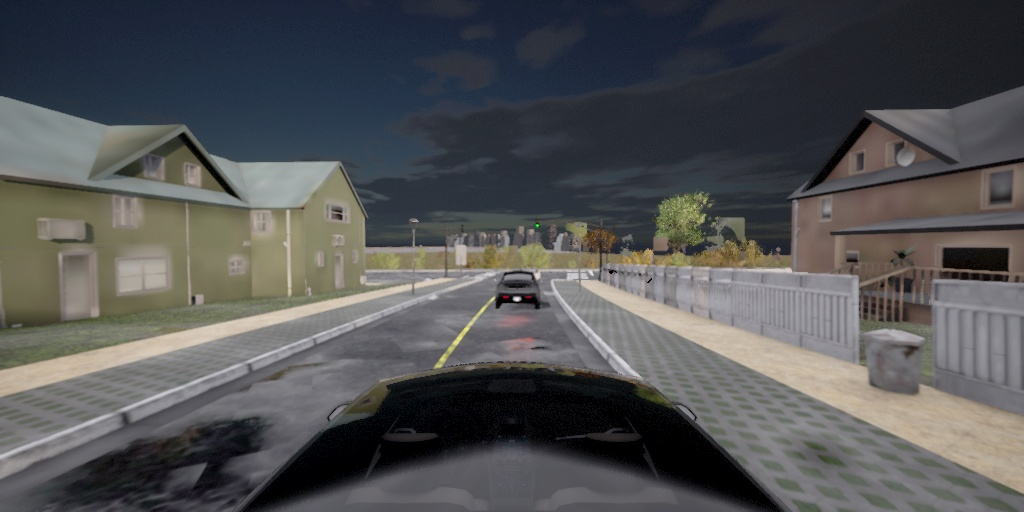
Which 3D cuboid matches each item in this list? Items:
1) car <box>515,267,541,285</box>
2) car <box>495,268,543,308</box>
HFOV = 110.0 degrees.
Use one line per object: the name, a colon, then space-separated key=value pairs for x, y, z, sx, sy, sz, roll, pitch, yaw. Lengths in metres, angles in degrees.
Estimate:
car: x=1.488 y=1.650 z=30.732 sx=1.895 sy=1.301 sz=4.718 roll=0 pitch=-1 yaw=7
car: x=0.323 y=1.398 z=16.059 sx=1.837 sy=1.490 sz=4.892 roll=0 pitch=0 yaw=3
